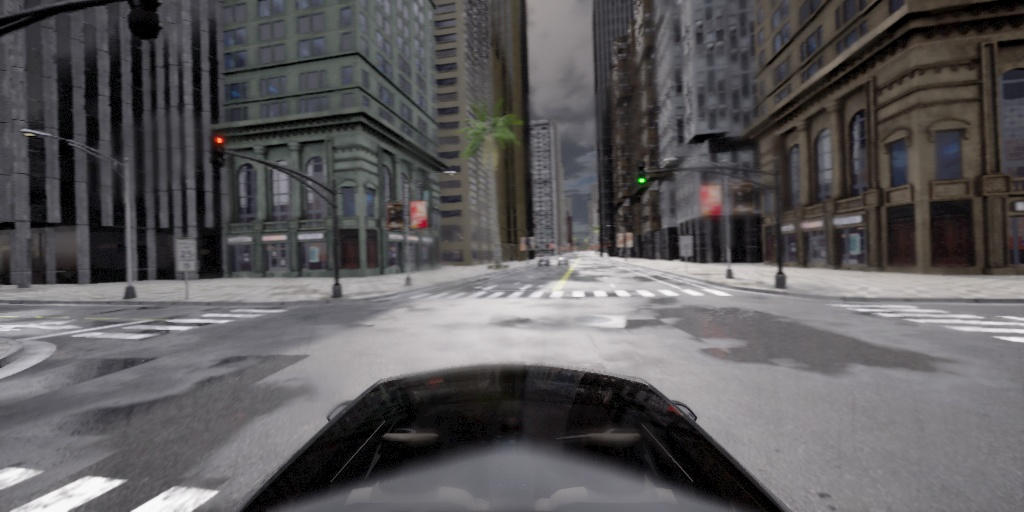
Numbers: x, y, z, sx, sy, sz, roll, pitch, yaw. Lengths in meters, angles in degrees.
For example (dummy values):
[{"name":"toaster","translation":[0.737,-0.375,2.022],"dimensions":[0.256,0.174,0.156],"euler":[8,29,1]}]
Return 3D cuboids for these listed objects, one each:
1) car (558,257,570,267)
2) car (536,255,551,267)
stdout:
[{"name":"car","translation":[8.668,0.959,60.035],"dimensions":[2.128,1.511,4.902],"euler":[-2,0,11]},{"name":"car","translation":[5.482,1.064,60.664],"dimensions":[2.128,1.511,4.902],"euler":[-2,0,11]}]
